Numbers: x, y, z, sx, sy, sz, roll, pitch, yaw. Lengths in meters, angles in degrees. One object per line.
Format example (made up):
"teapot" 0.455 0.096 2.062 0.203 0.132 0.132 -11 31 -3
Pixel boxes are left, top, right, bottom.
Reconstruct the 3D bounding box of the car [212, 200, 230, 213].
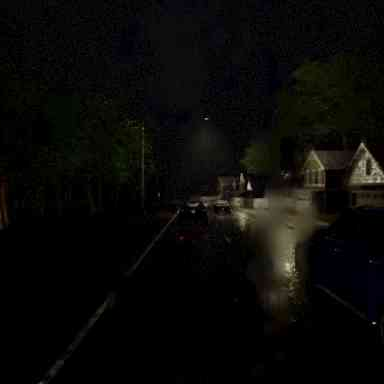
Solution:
"car" 3.570 1.779 40.869 2.128 1.511 4.902 0 -1 -1

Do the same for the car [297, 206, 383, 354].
"car" 3.599 1.241 5.705 2.150 2.045 5.566 0 0 0

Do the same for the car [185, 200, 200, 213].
"car" 0.057 1.825 41.854 1.812 1.442 4.674 0 -1 -1

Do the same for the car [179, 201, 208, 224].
"car" 0.100 1.491 26.114 2.097 1.767 4.553 0 0 0
